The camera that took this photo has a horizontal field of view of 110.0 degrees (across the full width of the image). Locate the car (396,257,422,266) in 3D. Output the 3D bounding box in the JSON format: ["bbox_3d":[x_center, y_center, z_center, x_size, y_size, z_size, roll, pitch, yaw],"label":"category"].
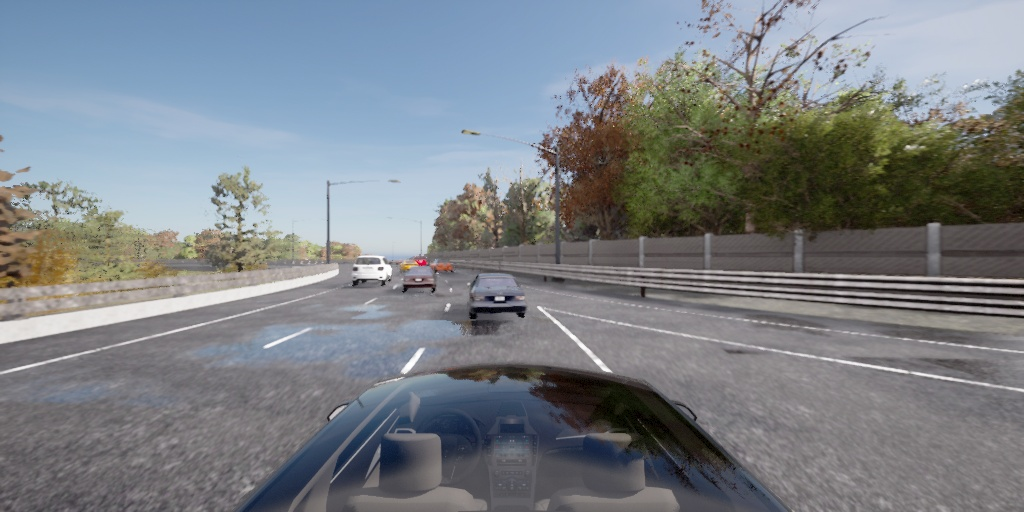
[{"bbox_3d":[-13.311,1.275,46.171,1.882,1.535,5.008,0,0,-24],"label":"car"}]

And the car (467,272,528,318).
[{"bbox_3d":[-0.634,1.300,13.049,2.033,1.411,5.357,0,0,-6],"label":"car"}]

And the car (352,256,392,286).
[{"bbox_3d":[-9.987,1.007,25.863,2.150,2.045,5.566,0,0,-13],"label":"car"}]

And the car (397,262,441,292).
[{"bbox_3d":[-5.470,1.317,21.598,2.033,1.411,5.357,0,0,-11],"label":"car"}]

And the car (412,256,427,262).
[{"bbox_3d":[-15.295,1.023,57.752,2.150,2.045,5.566,0,-1,-28],"label":"car"}]

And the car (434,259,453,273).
[{"bbox_3d":[-8.690,1.133,43.920,2.097,1.767,4.553,0,0,-22],"label":"car"}]
